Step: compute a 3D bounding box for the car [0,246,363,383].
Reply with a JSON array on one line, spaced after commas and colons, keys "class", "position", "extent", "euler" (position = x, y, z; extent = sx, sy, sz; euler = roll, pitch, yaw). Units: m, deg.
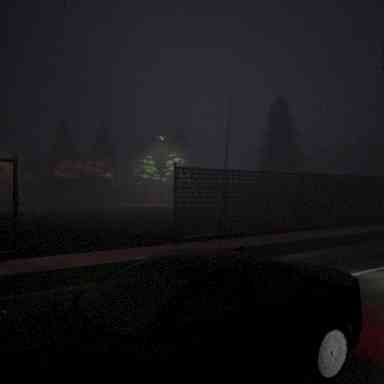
[{"class": "car", "position": [-0.050, 1.478, 3.937], "extent": [5.008, 1.535, 1.882], "euler": [0, 0, -33]}]
